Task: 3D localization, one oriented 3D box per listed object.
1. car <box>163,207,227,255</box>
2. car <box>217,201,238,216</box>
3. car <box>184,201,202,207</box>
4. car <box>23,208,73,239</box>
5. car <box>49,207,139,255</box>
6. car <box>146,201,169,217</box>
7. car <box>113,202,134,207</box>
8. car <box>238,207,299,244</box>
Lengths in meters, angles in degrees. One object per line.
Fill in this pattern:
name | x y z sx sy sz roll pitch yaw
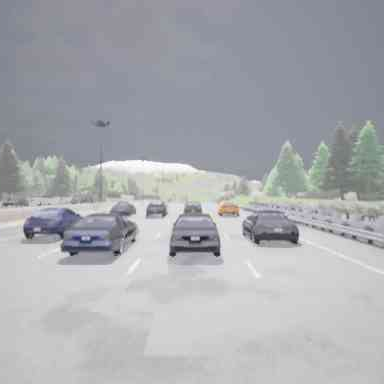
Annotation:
car | 0.103 1.536 13.125 2.033 1.411 5.357 0 0 0
car | 3.609 1.621 33.973 1.882 1.535 5.008 0 -1 0
car | 0.096 1.671 34.154 1.812 1.442 4.674 0 -1 0
car | -6.911 1.521 17.128 1.812 1.442 4.674 0 0 0
car | -3.396 1.535 13.150 2.033 1.411 5.357 0 0 0
car | -3.391 1.621 32.988 2.128 1.511 4.902 0 -1 0
car | -6.891 1.705 33.807 1.994 1.385 4.181 0 -1 0
car | 3.604 1.556 15.864 1.994 1.385 4.181 0 0 0
